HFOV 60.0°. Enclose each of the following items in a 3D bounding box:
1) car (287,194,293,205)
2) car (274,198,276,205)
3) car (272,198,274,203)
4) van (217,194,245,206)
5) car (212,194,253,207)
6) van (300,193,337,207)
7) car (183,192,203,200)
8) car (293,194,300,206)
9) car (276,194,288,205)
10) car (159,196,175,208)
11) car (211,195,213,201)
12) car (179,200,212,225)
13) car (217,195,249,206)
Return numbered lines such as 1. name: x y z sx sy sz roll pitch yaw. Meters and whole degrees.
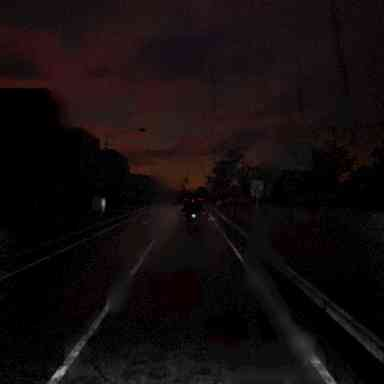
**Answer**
1. car: 18.711 1.463 53.484 5.366 1.575 1.946 0 -1 0
2. car: 18.442 1.643 61.989 4.892 1.521 2.231 0 -1 -1
3. car: 18.387 1.460 64.664 5.566 2.045 2.435 0 -1 -1
4. van: 6.365 1.257 54.541 4.442 1.987 1.878 0 -1 0
5. car: 6.110 1.390 48.581 5.366 1.575 1.946 0 -1 0
6. van: 18.450 1.163 48.030 4.442 1.987 1.878 0 -1 0
7. car: 0.104 1.076 40.593 2.150 2.045 5.566 0 0 0
8. car: 18.731 1.422 50.823 5.366 1.575 1.946 0 -1 0
9. car: 18.454 1.323 59.203 5.566 2.045 2.435 0 -1 -1
10. car: -3.342 1.353 44.991 1.837 1.490 4.892 0 -2 0
11. car: 6.223 1.356 60.732 5.566 2.045 2.435 0 -1 -1
12. car: 0.109 1.469 22.984 1.994 1.385 4.181 0 0 0
13. car: 6.303 1.306 51.502 4.553 1.767 2.185 0 -1 0
